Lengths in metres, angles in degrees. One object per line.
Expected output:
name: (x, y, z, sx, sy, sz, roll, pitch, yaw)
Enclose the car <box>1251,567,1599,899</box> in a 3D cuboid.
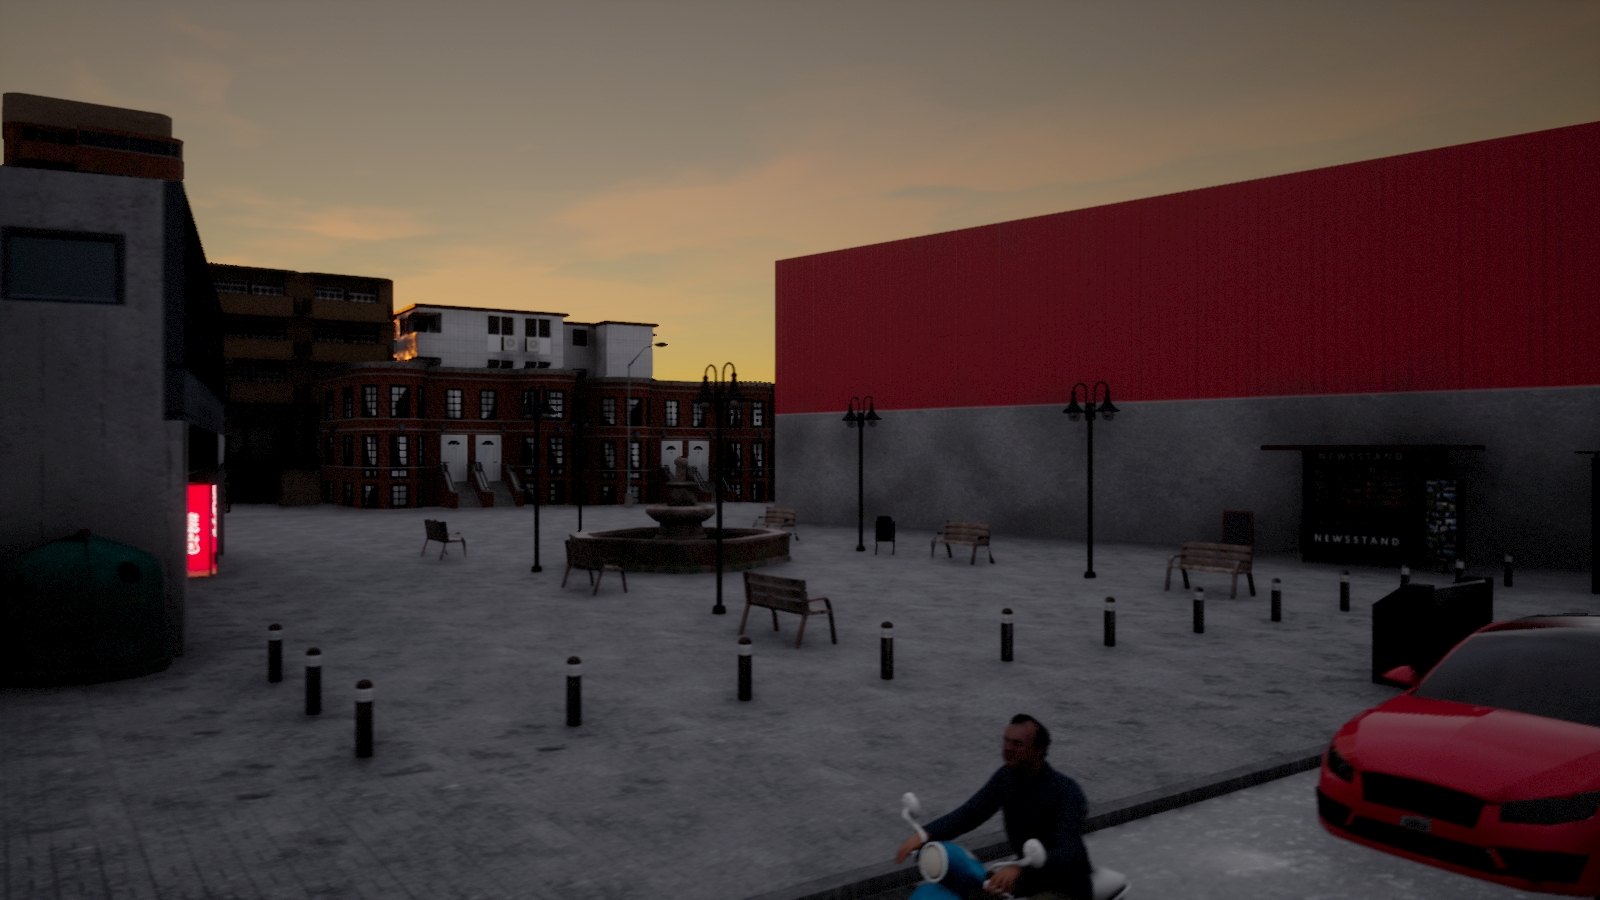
car: (5.796, 1.841, 8.477, 4.892, 1.480, 2.231, 0, 0, -35)
